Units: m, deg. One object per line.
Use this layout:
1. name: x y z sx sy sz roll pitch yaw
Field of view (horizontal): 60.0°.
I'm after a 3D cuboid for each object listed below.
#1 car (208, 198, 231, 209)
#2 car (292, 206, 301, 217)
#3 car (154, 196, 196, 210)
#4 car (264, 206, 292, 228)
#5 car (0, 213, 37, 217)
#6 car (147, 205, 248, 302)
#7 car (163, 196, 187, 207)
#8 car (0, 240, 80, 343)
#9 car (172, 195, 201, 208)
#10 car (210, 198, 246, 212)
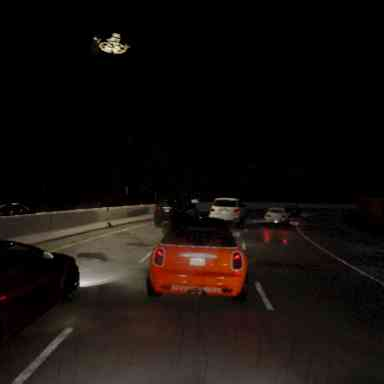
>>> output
1. car: 4.740 1.907 56.737 2.097 1.767 4.553 2 0 32
2. car: 12.341 2.336 41.231 1.895 1.301 4.718 2 0 25
3. car: -1.044 1.344 24.269 2.150 2.045 5.566 2 0 13
4. car: 6.777 1.955 26.497 1.812 1.442 4.674 2 0 16
5. car: -9.729 1.252 16.504 1.837 1.490 4.892 2 0 8
6. car: 0.230 1.421 8.743 2.097 1.767 4.553 2 0 3
7. car: -2.892 1.628 57.574 2.097 1.767 4.553 2 0 30
8. car: -3.430 1.473 5.515 1.994 1.385 4.181 2 0 2
9. car: -0.751 1.555 54.328 2.150 2.045 5.566 2 0 29
10. car: 2.827 1.496 25.364 2.150 2.045 5.566 2 0 14
